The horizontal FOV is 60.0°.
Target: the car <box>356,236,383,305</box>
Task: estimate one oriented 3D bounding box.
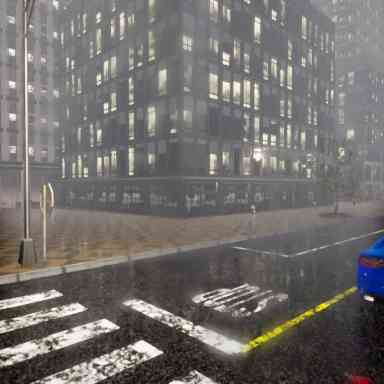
[{"bbox_3d":[5.190,1.388,6.973,5.008,1.535,1.882,-1,1,-44],"label":"car"}]
